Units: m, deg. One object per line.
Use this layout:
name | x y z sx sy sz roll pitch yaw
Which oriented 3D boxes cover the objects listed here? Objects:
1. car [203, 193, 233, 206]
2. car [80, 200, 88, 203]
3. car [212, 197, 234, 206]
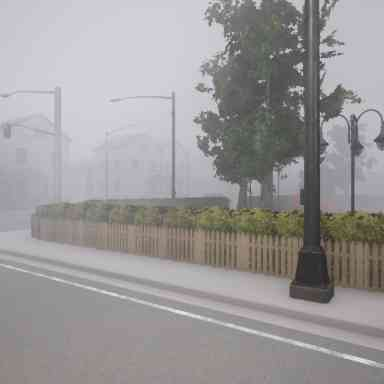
car | 3.515 1.221 48.168 2.150 2.045 5.566 0 0 35
car | -10.634 1.525 34.151 1.812 1.442 4.674 0 0 35
car | 5.330 1.564 56.938 1.994 1.385 4.181 0 0 35
